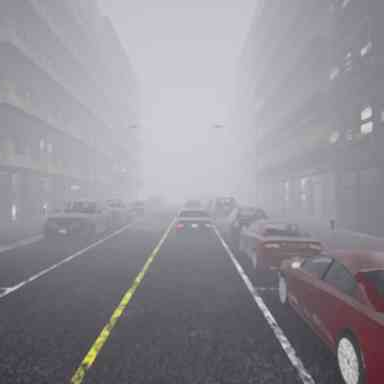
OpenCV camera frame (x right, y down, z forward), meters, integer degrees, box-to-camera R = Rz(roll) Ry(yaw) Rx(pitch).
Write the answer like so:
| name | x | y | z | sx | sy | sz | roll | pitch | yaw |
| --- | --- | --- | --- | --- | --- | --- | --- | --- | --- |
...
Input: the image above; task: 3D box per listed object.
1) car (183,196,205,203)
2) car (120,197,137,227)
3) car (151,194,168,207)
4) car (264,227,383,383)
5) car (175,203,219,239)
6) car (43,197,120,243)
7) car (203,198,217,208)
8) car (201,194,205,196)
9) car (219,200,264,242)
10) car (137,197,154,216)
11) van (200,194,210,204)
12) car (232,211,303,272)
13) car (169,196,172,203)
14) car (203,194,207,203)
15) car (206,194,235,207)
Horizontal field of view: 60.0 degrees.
| name | x | y | z | sx | sy | sz | roll | pitch | yaw |
| --- | --- | --- | --- | --- | --- | --- | --- | --- | --- |
| car | 0.115 | 1.465 | 35.807 | 1.837 | 1.490 | 4.892 | 0 | 0 | 0 |
| car | -5.283 | 1.284 | 21.654 | 2.192 | 1.841 | 5.009 | 1 | 0 | 0 |
| car | -5.273 | 1.279 | 49.307 | 2.192 | 1.841 | 5.009 | 1 | 0 | 0 |
| car | 2.586 | 1.536 | 5.000 | 1.887 | 1.381 | 4.507 | 1 | 0 | 0 |
| car | 0.106 | 1.521 | 17.073 | 2.033 | 1.411 | 5.357 | 0 | 0 | 0 |
| car | -5.285 | 1.290 | 16.125 | 2.192 | 1.841 | 5.009 | 1 | 0 | 0 |
| car | 2.568 | 1.546 | 49.249 | 1.802 | 1.307 | 4.206 | 1 | 0 | 0 |
| car | 2.577 | 1.291 | 60.312 | 2.192 | 1.841 | 5.009 | 1 | 0 | 0 |
| car | 2.600 | 1.416 | 16.061 | 1.967 | 1.590 | 4.097 | 1 | 0 | 0 |
| car | -5.285 | 1.527 | 32.718 | 1.947 | 1.339 | 4.313 | 1 | 0 | 0 |
| van | 2.578 | 1.326 | 65.844 | 1.690 | 1.788 | 3.998 | 1 | 0 | 0 |
| car | 2.588 | 1.527 | 10.530 | 1.887 | 1.381 | 4.507 | 1 | 0 | 0 |
| car | -5.271 | 1.577 | 71.432 | 1.802 | 1.307 | 4.206 | 1 | 0 | 0 |
| car | 2.566 | 1.401 | 38.186 | 1.967 | 1.590 | 4.097 | 1 | 0 | 0 |
| car | 2.565 | 1.279 | 27.123 | 2.192 | 1.841 | 5.009 | 1 | 0 | 0 |
